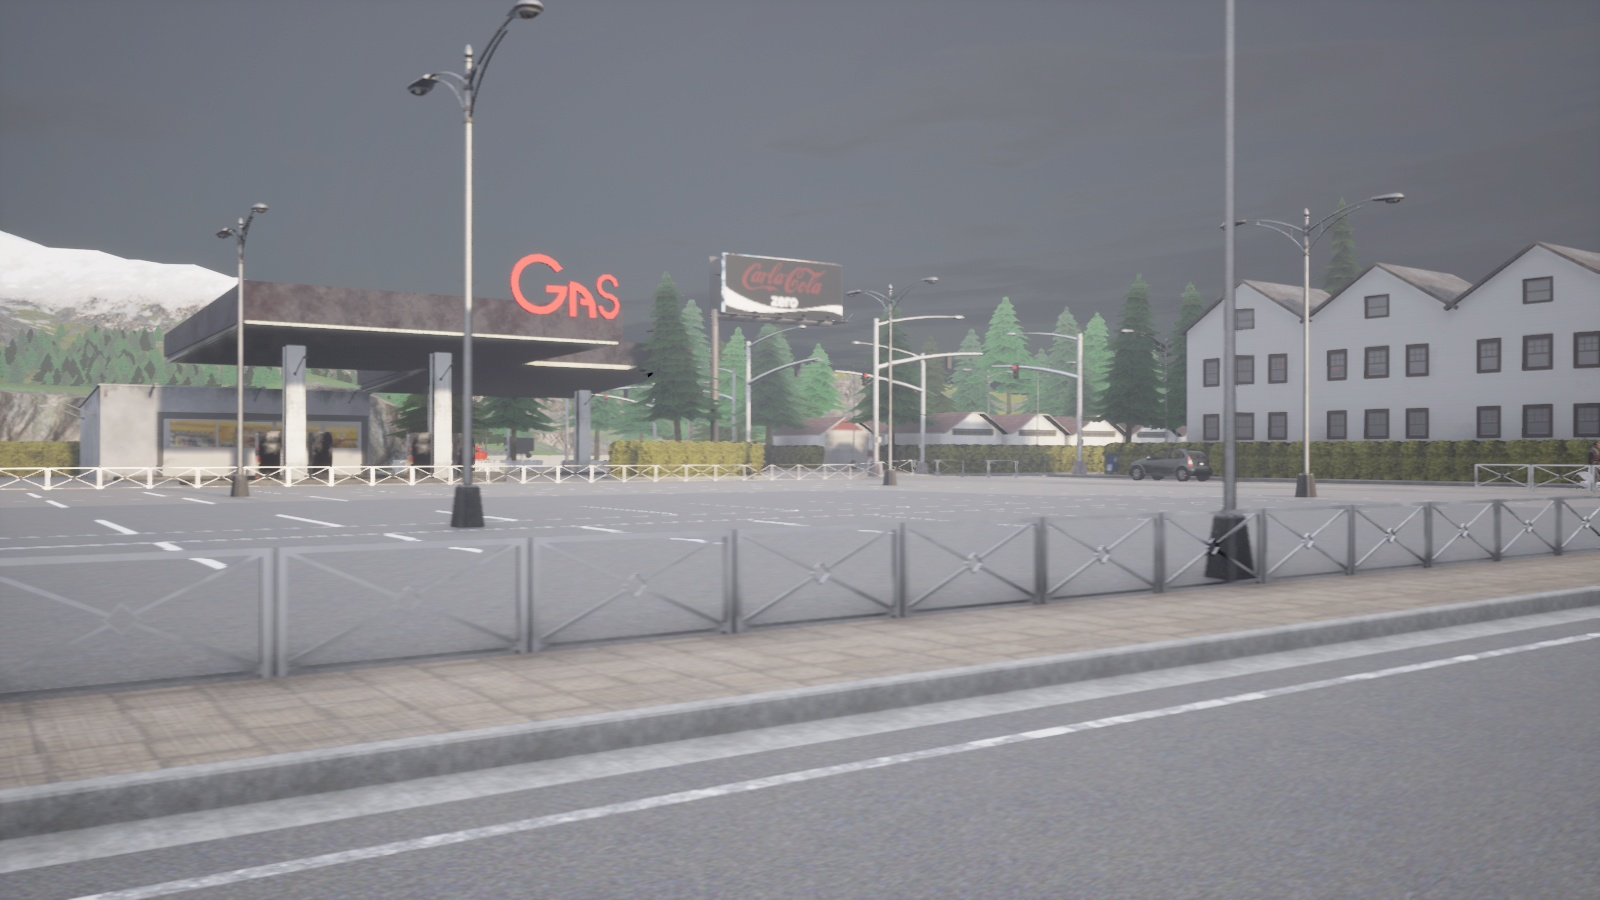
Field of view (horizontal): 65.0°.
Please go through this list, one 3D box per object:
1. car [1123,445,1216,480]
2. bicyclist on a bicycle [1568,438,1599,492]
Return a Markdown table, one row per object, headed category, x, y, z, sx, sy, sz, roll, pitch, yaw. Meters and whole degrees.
| category | x | y | z | sx | sy | sz | roll | pitch | yaw |
| --- | --- | --- | --- | --- | --- | --- | --- | --- | --- |
| car | 17.765 | 0.577 | 60.505 | 1.851 | 1.617 | 3.988 | 0 | 0 | -35 |
| bicyclist on a bicycle | 26.590 | 0.485 | 41.611 | 0.659 | 1.776 | 1.843 | 0 | 0 | -35 |
